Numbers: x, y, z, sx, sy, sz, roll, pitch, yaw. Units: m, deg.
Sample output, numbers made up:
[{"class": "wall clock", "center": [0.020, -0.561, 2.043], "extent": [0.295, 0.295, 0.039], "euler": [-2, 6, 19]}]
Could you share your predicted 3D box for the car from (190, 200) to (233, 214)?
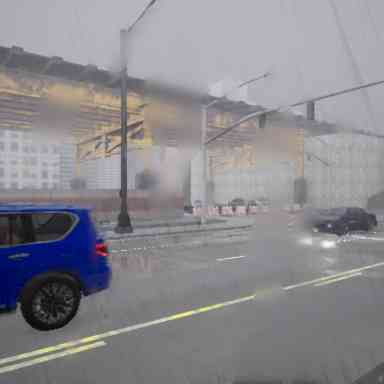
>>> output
[{"class": "car", "center": [1.524, 1.453, 35.216], "extent": [4.974, 1.542, 2.038], "euler": [0, 0, 8]}]

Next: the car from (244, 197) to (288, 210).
[{"class": "car", "center": [9.189, 1.453, 41.649], "extent": [4.974, 1.542, 2.038], "euler": [0, 0, -7]}]

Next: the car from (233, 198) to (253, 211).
[{"class": "car", "center": [5.273, 1.453, 37.895], "extent": [2.038, 1.542, 4.974], "euler": [0, 0, 18]}]

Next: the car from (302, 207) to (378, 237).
[{"class": "car", "center": [8.322, 1.547, 18.395], "extent": [5.357, 1.411, 2.033], "euler": [0, 0, -38]}]

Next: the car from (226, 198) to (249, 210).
[{"class": "car", "center": [5.289, 1.295, 37.945], "extent": [1.853, 1.218, 4.536], "euler": [0, 0, 18]}]

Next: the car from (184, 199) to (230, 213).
[{"class": "car", "center": [1.472, 1.295, 35.224], "extent": [4.536, 1.218, 1.853], "euler": [0, 0, 8]}]

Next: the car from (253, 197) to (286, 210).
[{"class": "car", "center": [9.138, 1.295, 41.642], "extent": [4.536, 1.218, 1.853], "euler": [0, 0, -7]}]

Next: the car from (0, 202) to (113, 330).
[{"class": "car", "center": [-4.100, 1.221, 5.363], "extent": [5.566, 2.045, 2.150], "euler": [0, 0, -35]}]
